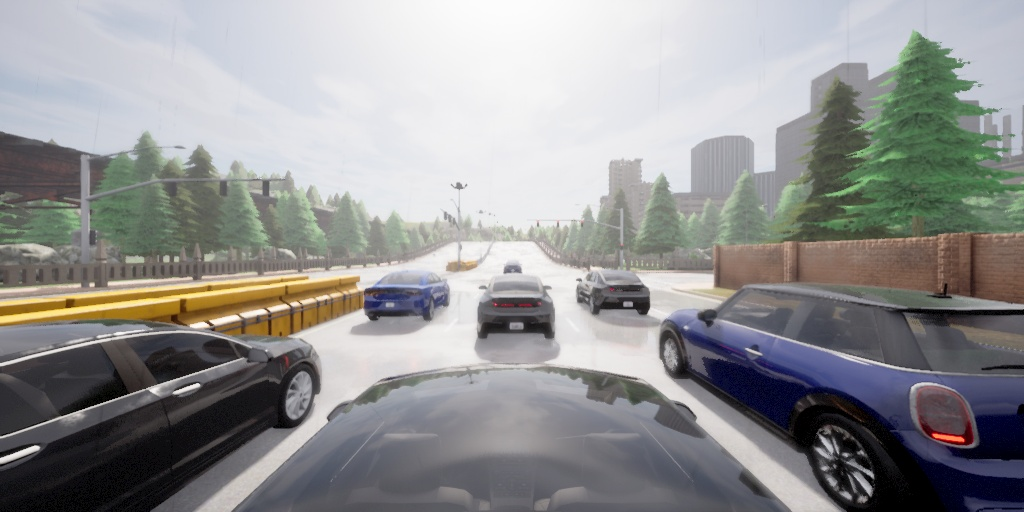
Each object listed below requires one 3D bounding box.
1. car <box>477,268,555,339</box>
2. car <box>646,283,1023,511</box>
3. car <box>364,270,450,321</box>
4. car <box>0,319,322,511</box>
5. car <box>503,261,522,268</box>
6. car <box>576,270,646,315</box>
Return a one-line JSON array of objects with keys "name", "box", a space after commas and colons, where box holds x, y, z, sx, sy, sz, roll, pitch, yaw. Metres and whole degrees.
[{"name": "car", "box": [0.097, 1.248, 10.056, 1.837, 1.490, 4.892, 0, 0, 0]}, {"name": "car", "box": [3.601, 1.101, 4.404, 2.097, 1.767, 4.553, 0, 0, 0]}, {"name": "car", "box": [-3.402, 1.219, 12.479, 1.882, 1.535, 5.008, 0, 0, 0]}, {"name": "car", "box": [-3.400, 1.254, 2.749, 1.837, 1.490, 4.892, 0, 0, 0]}, {"name": "car", "box": [0.083, 1.248, 37.740, 1.812, 1.442, 4.674, 0, 0, 0]}, {"name": "car", "box": [3.616, 1.246, 13.490, 1.837, 1.490, 4.892, 0, 0, 1]}]
